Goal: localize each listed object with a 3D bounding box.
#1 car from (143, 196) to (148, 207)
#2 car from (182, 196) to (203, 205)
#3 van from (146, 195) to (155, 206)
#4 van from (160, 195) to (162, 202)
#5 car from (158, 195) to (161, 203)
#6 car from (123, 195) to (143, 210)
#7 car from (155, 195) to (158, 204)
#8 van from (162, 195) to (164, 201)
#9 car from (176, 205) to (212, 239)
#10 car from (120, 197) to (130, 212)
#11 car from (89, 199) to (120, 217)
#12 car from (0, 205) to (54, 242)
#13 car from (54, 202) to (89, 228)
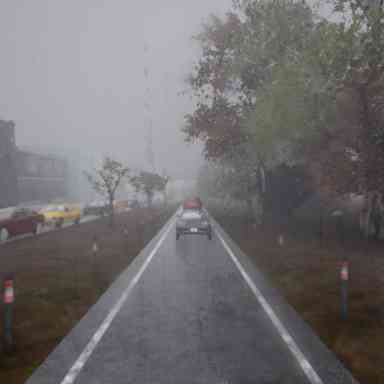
[{"bbox_3d":[-9.076,1.836,54.930,2.002,1.452,4.674,0,0,0],"label":"car"},{"bbox_3d":[0.085,1.481,38.288,2.150,2.045,5.566,0,0,0],"label":"car"},{"bbox_3d":[-9.099,1.679,65.903,1.878,1.987,4.442,0,0,2],"label":"van"},{"bbox_3d":[-9.123,1.831,83.611,1.878,1.987,4.442,0,-2,-3],"label":"van"},{"bbox_3d":[-9.110,2.023,77.097,2.163,1.488,4.792,0,-2,-2],"label":"car"},{"bbox_3d":[-9.065,1.493,48.188,2.435,2.045,5.566,0,-1,1],"label":"car"},{"bbox_3d":[-9.102,1.938,71.586,2.231,1.521,4.892,0,-2,-2],"label":"car"},{"bbox_3d":[-9.292,1.926,93.561,1.878,1.987,4.442,0,-2,-2],"label":"van"},{"bbox_3d":[0.093,1.677,18.276,1.812,1.442,4.674,0,0,0],"label":"car"},{"bbox_3d":[-9.050,1.622,38.302,2.097,1.535,5.008,0,-1,2],"label":"car"},{"bbox_3d":[-9.040,1.586,32.754,2.097,1.535,5.008,0,-1,2],"label":"car"},{"bbox_3d":[-9.013,1.457,16.121,2.097,1.535,5.008,0,-1,2],"label":"car"},{"bbox_3d":[-9.031,1.495,22.502,1.946,1.575,5.366,0,-1,2],"label":"car"}]
